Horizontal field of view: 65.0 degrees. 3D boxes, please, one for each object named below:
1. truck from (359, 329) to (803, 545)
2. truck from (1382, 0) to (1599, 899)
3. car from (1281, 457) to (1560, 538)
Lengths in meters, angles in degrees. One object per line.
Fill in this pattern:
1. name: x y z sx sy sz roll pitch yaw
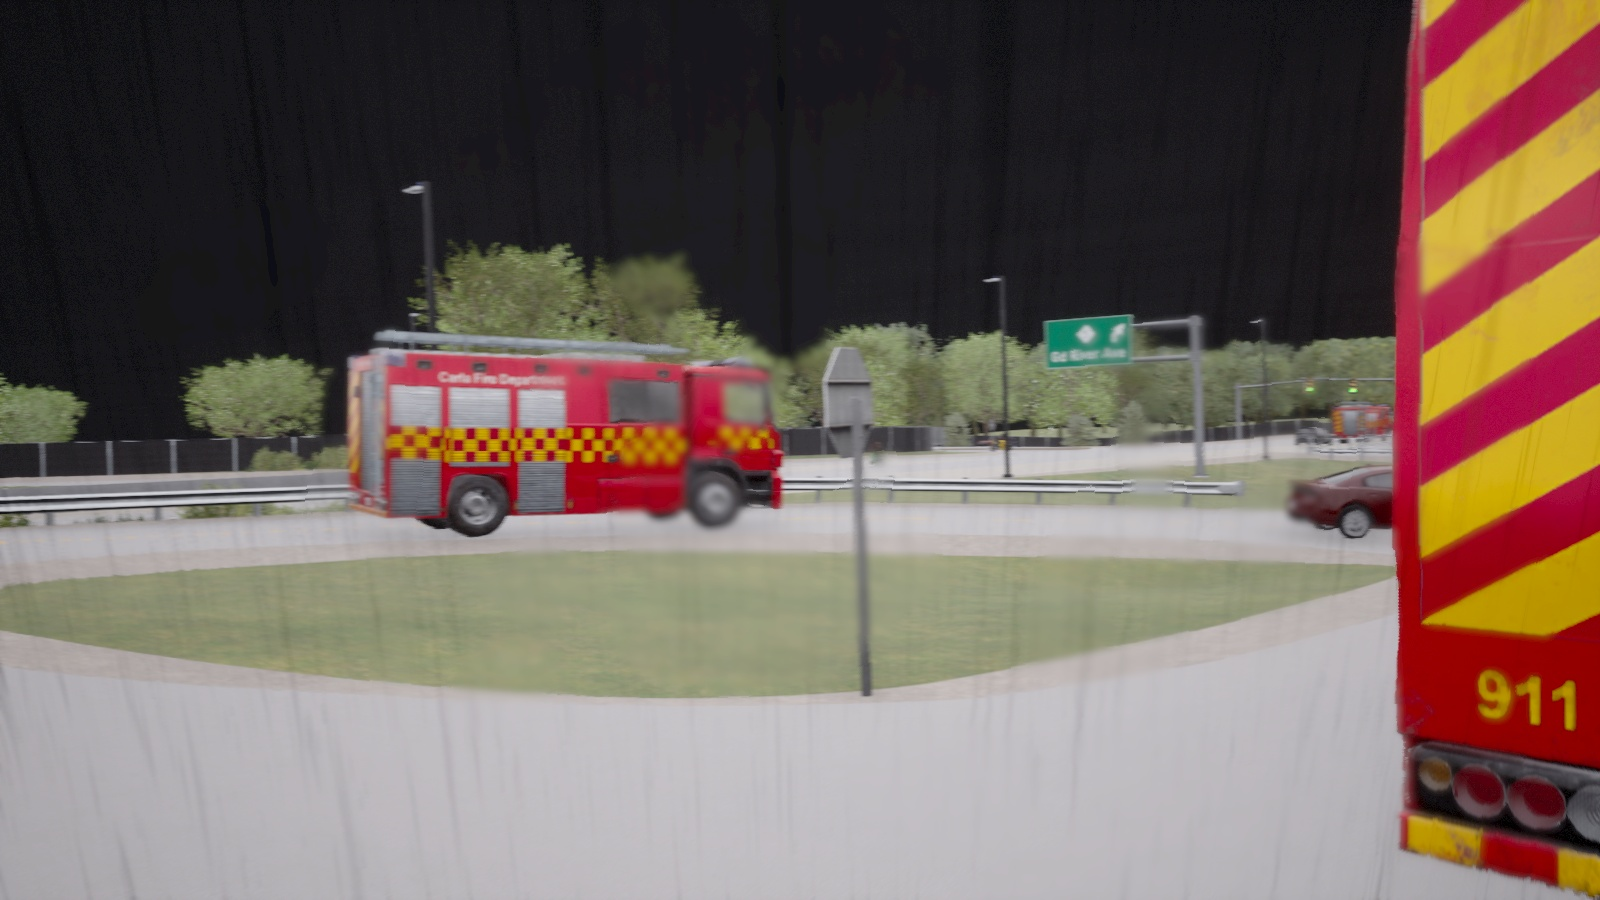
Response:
1. truck: -4.311 -0.271 25.688 8.468 3.827 2.891 0 1 -32
2. truck: 6.083 -0.230 5.384 8.468 3.827 2.891 1 -2 -37
3. car: 13.235 0.993 27.035 5.008 1.535 1.882 1 2 4
